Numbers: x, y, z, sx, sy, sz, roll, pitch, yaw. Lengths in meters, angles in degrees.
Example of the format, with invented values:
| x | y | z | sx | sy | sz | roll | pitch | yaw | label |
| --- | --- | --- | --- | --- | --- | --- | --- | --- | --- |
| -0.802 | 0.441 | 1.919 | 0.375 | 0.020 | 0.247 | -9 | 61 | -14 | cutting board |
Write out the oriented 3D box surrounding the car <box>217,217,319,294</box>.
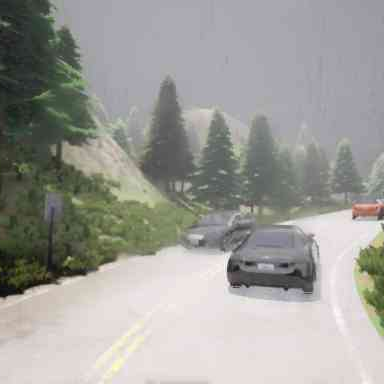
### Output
| x | y | z | sx | sy | sz | roll | pitch | yaw | label |
| --- | --- | --- | --- | --- | --- | --- | --- | --- | --- |
| 2.328 | 1.574 | 9.028 | 1.994 | 1.385 | 4.181 | -2 | -1 | 22 | car |

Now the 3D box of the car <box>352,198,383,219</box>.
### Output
| x | y | z | sx | sy | sz | roll | pitch | yaw | label |
| --- | --- | --- | --- | --- | --- | --- | --- | --- | --- |
| 14.813 | 1.274 | 27.575 | 2.097 | 1.767 | 4.553 | -3 | -2 | 37 | car |

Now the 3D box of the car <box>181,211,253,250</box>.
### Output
| x | y | z | sx | sy | sz | roll | pitch | yaw | label |
| --- | --- | --- | --- | --- | --- | --- | --- | --- | --- |
| 1.393 | 1.608 | 14.466 | 2.128 | 1.511 | 4.902 | -2 | -1 | 33 | car |
